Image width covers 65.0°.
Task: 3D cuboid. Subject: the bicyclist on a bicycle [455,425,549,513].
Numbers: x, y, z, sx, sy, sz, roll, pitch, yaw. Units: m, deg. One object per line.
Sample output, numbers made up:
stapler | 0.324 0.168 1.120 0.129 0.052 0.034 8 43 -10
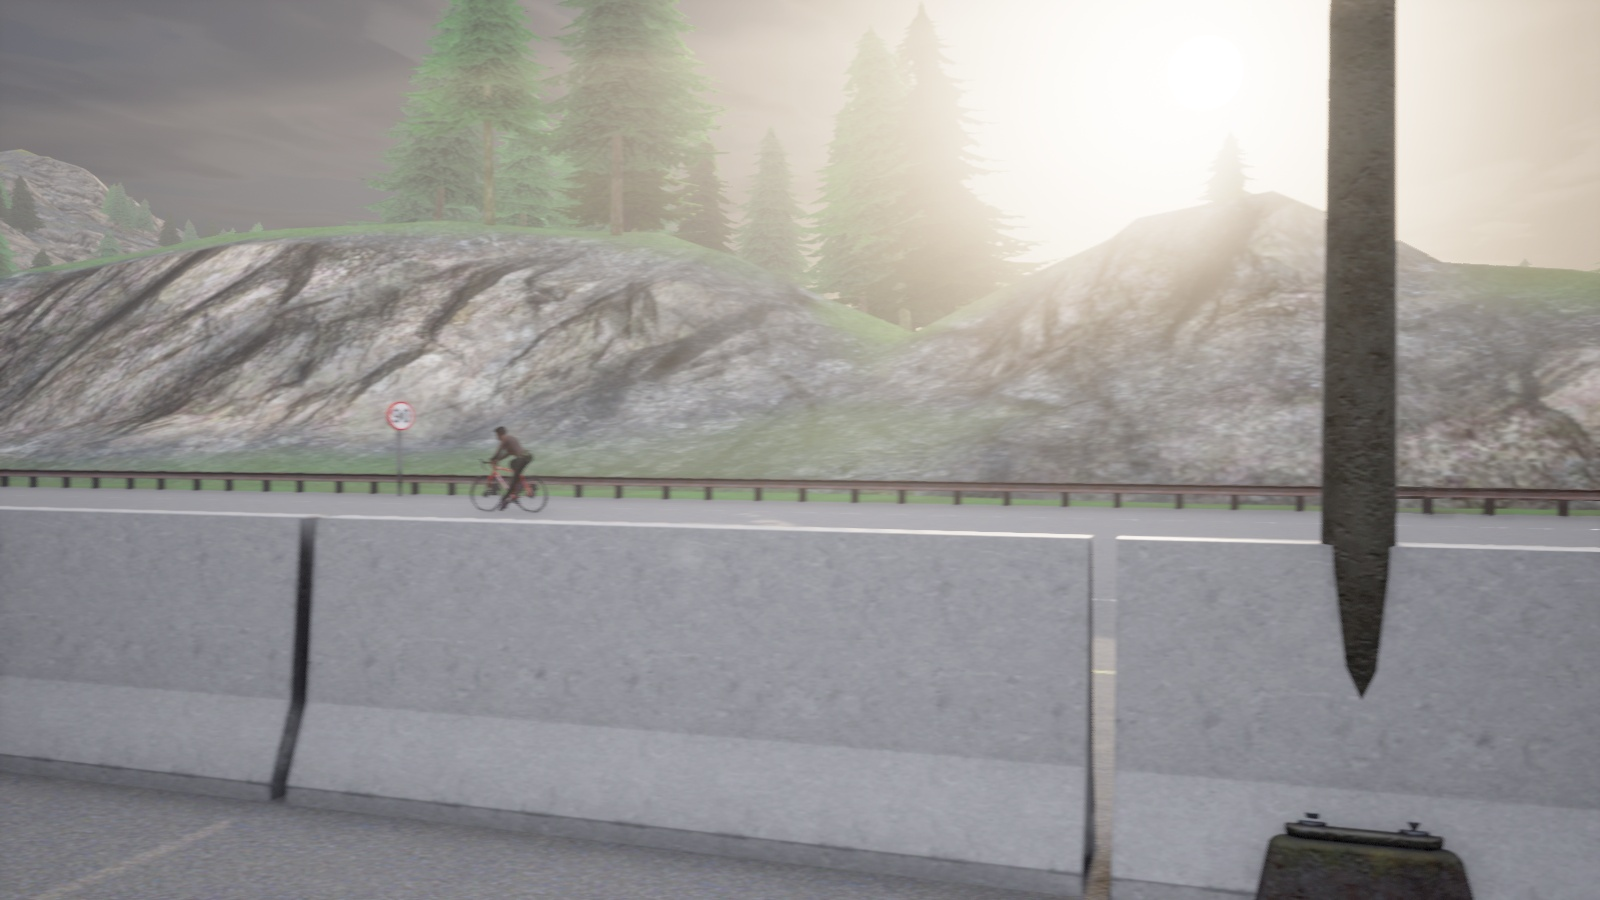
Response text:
bicyclist on a bicycle | -5.588 0.338 23.535 1.656 1.620 0.582 0 1 19
